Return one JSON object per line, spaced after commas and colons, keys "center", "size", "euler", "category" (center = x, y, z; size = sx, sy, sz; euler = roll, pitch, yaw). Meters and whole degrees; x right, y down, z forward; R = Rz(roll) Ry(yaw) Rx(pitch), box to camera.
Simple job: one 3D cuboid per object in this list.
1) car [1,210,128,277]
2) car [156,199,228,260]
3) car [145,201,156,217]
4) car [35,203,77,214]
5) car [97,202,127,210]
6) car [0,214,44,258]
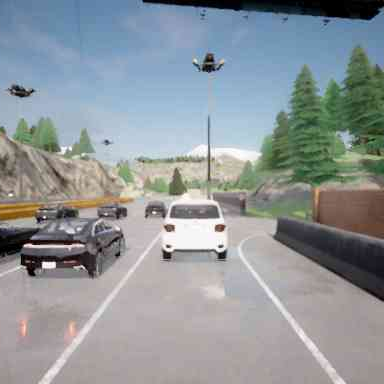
{"center": [-3.399, 1.530, 10.333], "size": [2.128, 1.511, 4.902], "euler": [0, 0, 0], "category": "car"}
{"center": [0.098, 1.271, 12.775], "size": [2.150, 2.045, 5.566], "euler": [0, 0, 0], "category": "car"}
{"center": [-3.399, 1.625, 32.394], "size": [1.837, 1.490, 4.892], "euler": [0, 0, 0], "category": "car"}
{"center": [-10.401, 1.588, 25.907], "size": [2.128, 1.511, 4.902], "euler": [0, 0, 0], "category": "car"}
{"center": [-6.900, 1.600, 29.120], "size": [2.128, 1.511, 4.902], "euler": [0, 0, 0], "category": "car"}
{"center": [-6.899, 1.643, 11.201], "size": [1.895, 1.301, 4.718], "euler": [0, 0, 0], "category": "car"}
